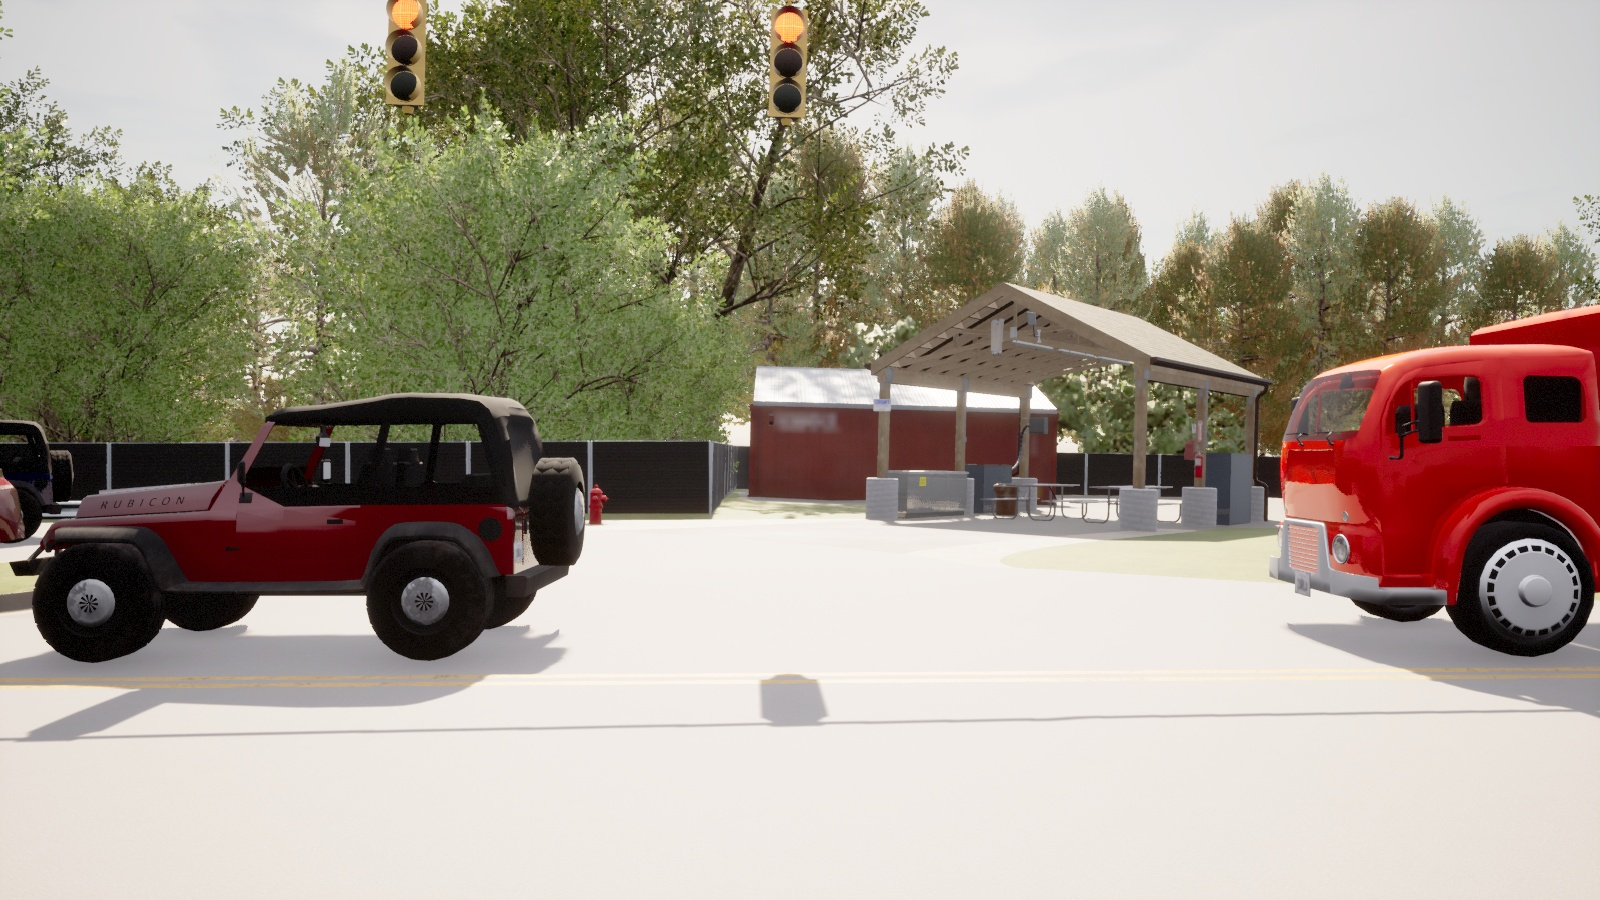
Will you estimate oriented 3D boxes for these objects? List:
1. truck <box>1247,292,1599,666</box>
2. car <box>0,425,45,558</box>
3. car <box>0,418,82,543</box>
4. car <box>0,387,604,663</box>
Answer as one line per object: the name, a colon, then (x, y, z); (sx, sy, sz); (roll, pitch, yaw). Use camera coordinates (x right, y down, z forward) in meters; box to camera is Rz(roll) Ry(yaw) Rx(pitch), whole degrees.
truck: (6.484, 0.191, 9.585); (5.204, 2.467, 2.627); (0, 0, 1)
car: (-12.020, 0.471, 14.677); (2.152, 1.651, 5.027); (1, 0, 41)
car: (-13.278, 0.428, 19.138); (3.866, 1.878, 1.905); (1, 1, -36)
car: (-3.577, 0.518, 9.586); (3.866, 1.878, 1.905); (0, 0, 0)
